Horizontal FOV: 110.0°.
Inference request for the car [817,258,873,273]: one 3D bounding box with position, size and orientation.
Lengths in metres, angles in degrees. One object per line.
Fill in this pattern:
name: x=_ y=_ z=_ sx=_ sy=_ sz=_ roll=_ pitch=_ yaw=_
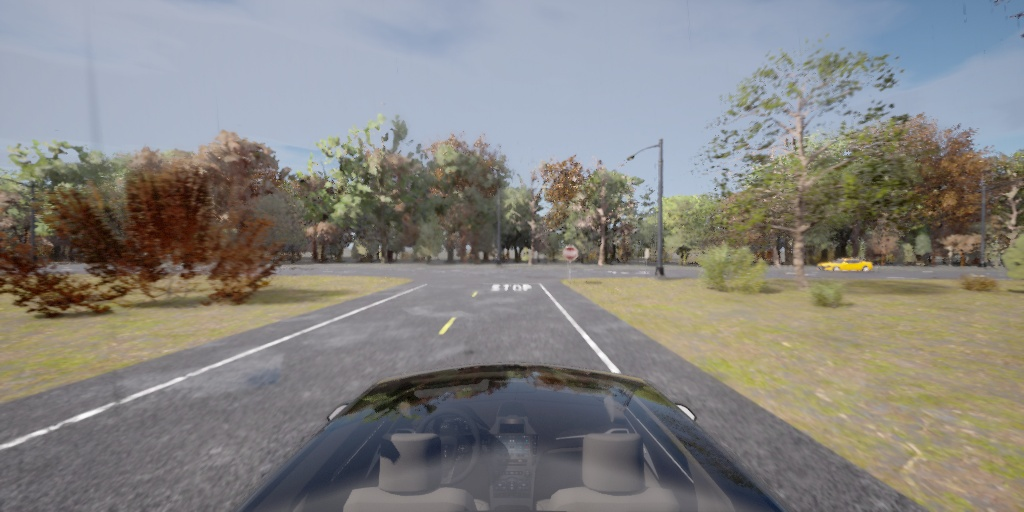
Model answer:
car: x=35.934 y=1.021 z=38.802 sx=5.008 sy=1.535 sz=1.882 roll=-1 pitch=1 yaw=0
